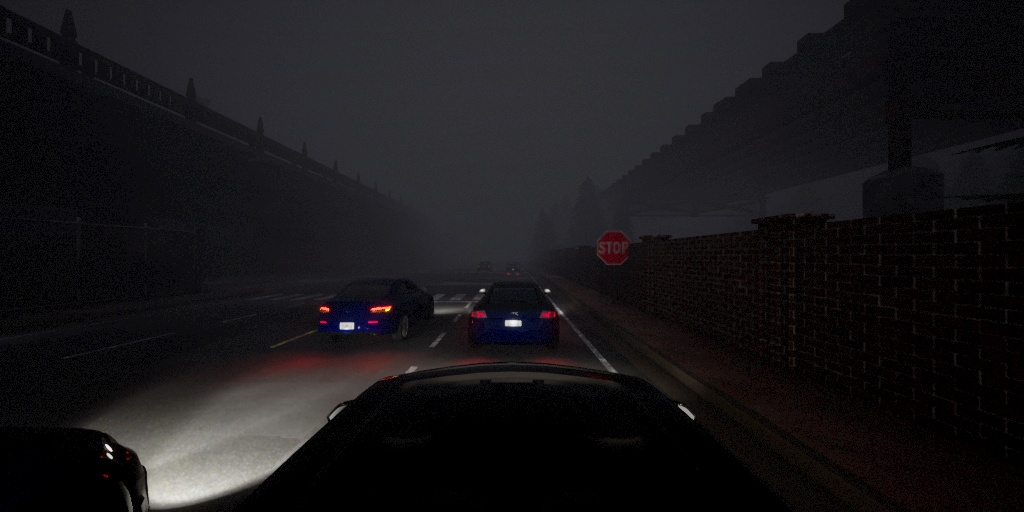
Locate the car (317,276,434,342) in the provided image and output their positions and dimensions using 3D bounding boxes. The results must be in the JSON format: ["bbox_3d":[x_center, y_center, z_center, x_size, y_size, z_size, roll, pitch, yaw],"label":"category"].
[{"bbox_3d":[-3.412,1.276,9.698,1.812,1.442,4.674,0,0,0],"label":"car"}]

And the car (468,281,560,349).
[{"bbox_3d":[0.070,1.314,9.176,1.994,1.385,4.181,0,0,1],"label":"car"}]

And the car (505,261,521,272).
[{"bbox_3d":[0.101,1.351,45.994,1.895,1.301,4.718,0,0,-1],"label":"car"}]

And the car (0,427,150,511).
[{"bbox_3d":[-3.398,1.314,0.602,1.994,1.385,4.181,0,0,0],"label":"car"}]

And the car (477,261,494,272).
[{"bbox_3d":[-3.394,1.297,45.835,2.033,1.411,5.357,0,0,-1],"label":"car"}]
